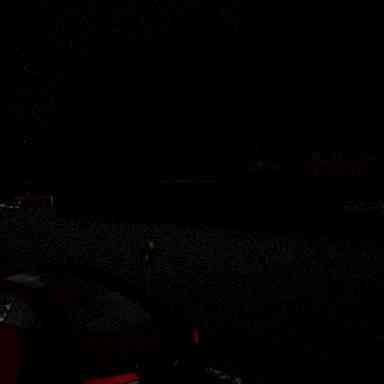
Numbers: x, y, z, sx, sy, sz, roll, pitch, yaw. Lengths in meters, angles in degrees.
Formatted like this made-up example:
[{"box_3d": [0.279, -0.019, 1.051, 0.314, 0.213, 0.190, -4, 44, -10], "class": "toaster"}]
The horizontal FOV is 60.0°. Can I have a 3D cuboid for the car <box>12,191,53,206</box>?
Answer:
[{"box_3d": [-19.795, 0.764, 41.361, 2.097, 1.767, 4.553, 1, 2, 35], "class": "car"}]

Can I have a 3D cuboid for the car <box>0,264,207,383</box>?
[{"box_3d": [-1.791, 1.581, 4.077, 4.206, 1.307, 1.802, 0, 1, 36], "class": "car"}]
